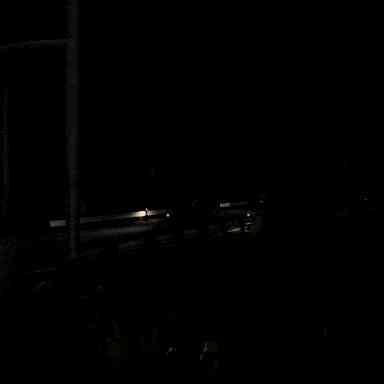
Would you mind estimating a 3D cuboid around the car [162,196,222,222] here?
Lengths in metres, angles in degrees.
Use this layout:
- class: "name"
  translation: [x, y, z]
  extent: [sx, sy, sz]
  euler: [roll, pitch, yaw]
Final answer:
- class: "car"
  translation: [0.074, 1.091, 22.957]
  extent: [2.128, 1.511, 4.902]
  euler: [0, 3, 41]

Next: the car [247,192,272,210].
- class: "car"
  translation: [6.951, 0.779, 30.655]
  extent: [1.882, 1.535, 5.008]
  euler: [0, 1, 42]
